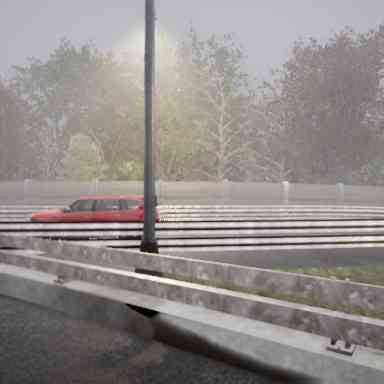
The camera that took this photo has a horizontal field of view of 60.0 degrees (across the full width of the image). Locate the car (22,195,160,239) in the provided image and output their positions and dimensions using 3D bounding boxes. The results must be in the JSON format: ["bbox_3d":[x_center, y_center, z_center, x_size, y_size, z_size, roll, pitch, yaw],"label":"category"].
[{"bbox_3d":[-4.111,1.168,14.198,5.566,2.045,2.150,0,0,-5],"label":"car"}]
